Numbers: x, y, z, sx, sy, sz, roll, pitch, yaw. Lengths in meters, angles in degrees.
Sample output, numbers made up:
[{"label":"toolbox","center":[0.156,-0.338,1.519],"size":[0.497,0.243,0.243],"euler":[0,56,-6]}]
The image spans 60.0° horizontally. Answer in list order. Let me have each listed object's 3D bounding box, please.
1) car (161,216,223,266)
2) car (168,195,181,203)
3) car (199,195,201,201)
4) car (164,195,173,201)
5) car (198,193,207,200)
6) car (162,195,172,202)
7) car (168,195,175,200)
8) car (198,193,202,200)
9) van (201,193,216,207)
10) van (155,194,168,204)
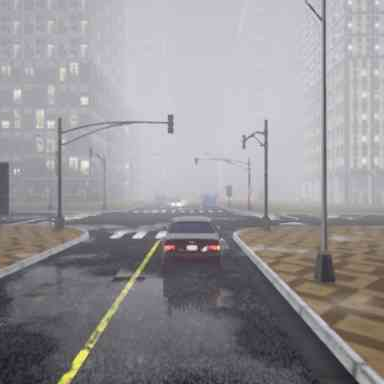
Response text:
[{"label":"car","center":[0.026,1.533,11.392],"size":[2.033,1.411,5.357],"euler":[0,0,1]},{"label":"car","center":[-3.106,1.408,64.771],"size":[2.128,1.511,4.902],"euler":[0,0,1]},{"label":"car","center":[2.600,1.472,54.285],"size":[1.887,1.381,4.507],"euler":[0,0,0]},{"label":"car","center":[-5.707,1.440,82.007],"size":[2.008,1.369,4.403],"euler":[0,0,0]},{"label":"car","center":[2.694,1.195,87.518],"size":[2.192,1.841,5.009],"euler":[0,0,0]},{"label":"car","center":[-5.726,1.463,76.468],"size":[1.947,1.339,4.313],"euler":[0,0,0]},{"label":"car","center":[-5.668,1.454,93.086],"size":[1.802,1.307,4.206],"euler":[0,0,0]},{"label":"car","center":[2.655,1.212,76.439],"size":[2.192,1.841,5.009],"euler":[0,0,0]},{"label":"van","center":[2.672,1.276,48.747],"size":[1.690,1.788,3.998],"euler":[0,0,0]},{"label":"van","center":[-5.784,1.261,59.850],"size":[1.690,1.788,3.998],"euler":[0,0,0]}]
